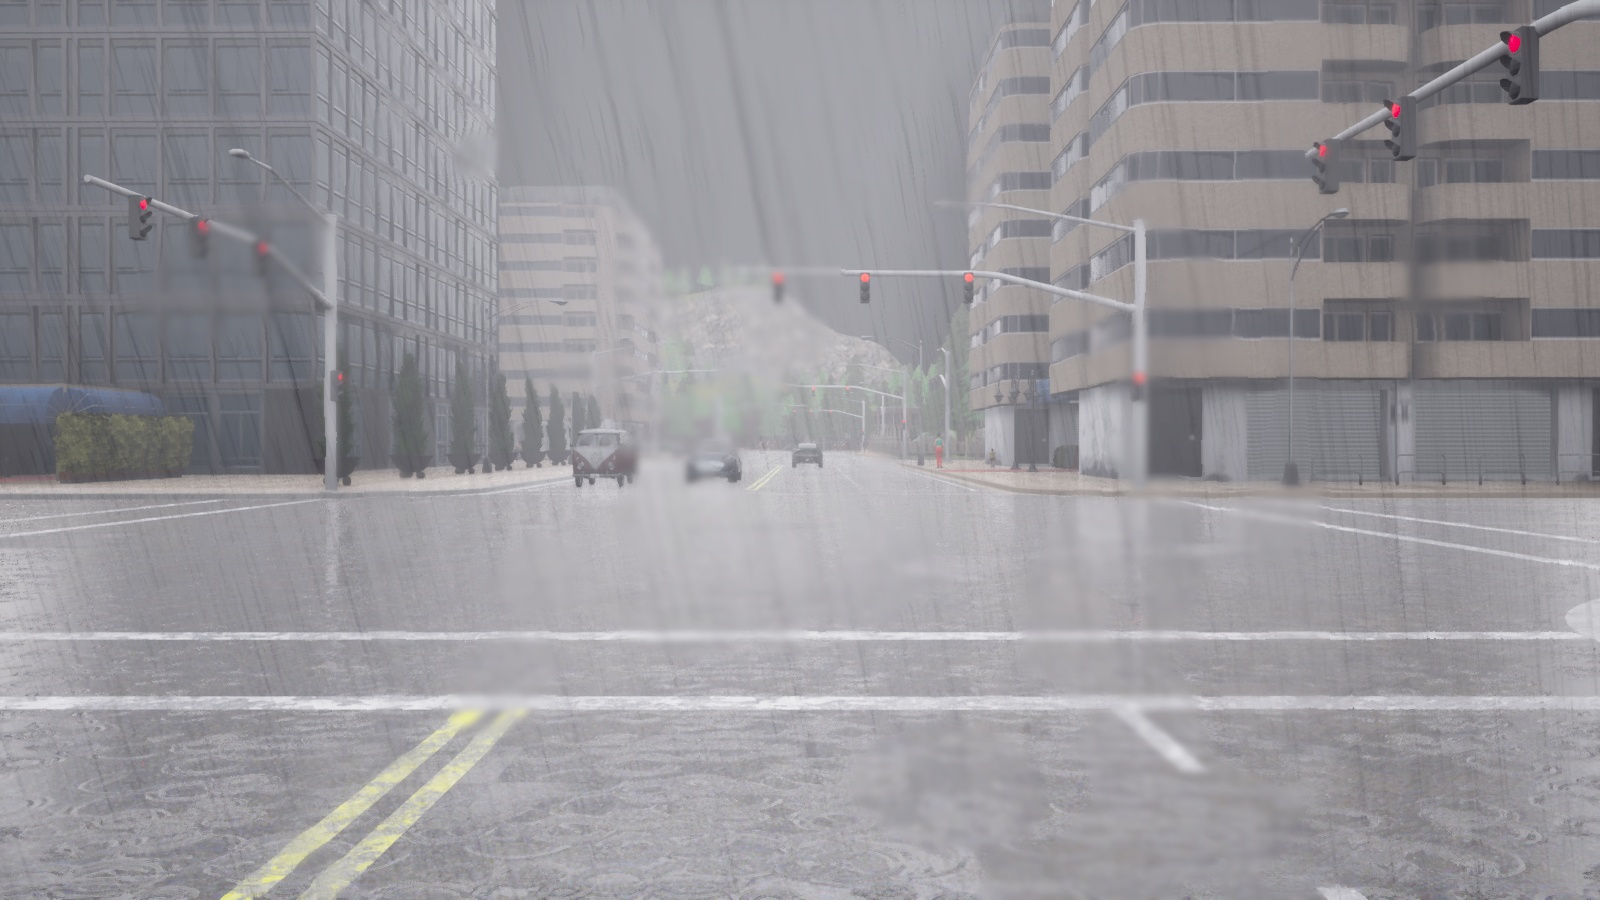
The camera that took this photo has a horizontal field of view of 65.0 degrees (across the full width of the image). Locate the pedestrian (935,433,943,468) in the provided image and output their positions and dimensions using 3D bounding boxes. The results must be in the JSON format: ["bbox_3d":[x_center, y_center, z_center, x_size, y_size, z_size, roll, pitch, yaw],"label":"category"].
[{"bbox_3d":[7.229,0.035,65.352,0.345,1.836,0.594,0,0,-4],"label":"pedestrian"}]

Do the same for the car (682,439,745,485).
[{"bbox_3d":[-3.212,0.405,47.640,2.033,1.649,4.856,0,0,0],"label":"car"}]

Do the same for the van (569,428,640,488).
[{"bbox_3d":[-6.735,0.247,43.655,1.775,1.987,4.442,0,0,0],"label":"van"}]

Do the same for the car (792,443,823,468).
[{"bbox_3d":[0.453,0.319,76.675,1.837,1.490,4.892,0,0,0],"label":"car"}]
